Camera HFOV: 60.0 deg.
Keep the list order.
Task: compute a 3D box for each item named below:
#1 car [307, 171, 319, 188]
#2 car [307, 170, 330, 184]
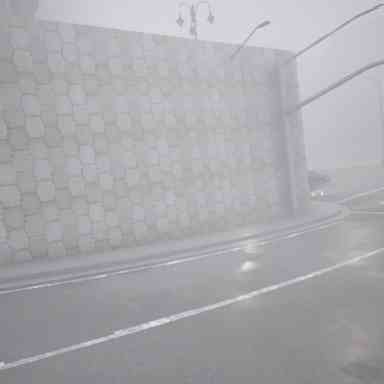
[{"bbox_3d":[8.043,-0.736,29.580,2.033,1.411,5.357,-11,7,-35],"label":"car"},{"bbox_3d":[10.713,-1.340,31.787,1.837,1.490,4.892,-11,6,-34],"label":"car"}]
